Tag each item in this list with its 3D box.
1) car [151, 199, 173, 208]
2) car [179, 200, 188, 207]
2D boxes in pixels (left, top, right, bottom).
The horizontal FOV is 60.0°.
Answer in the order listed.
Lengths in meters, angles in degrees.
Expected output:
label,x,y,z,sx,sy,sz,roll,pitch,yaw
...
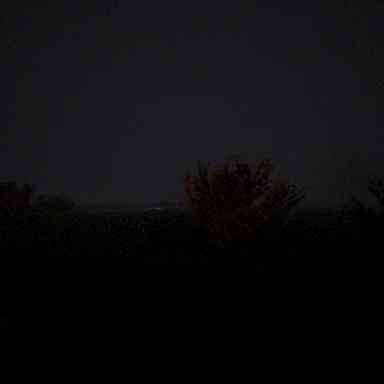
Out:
label,x,y,z,sx,sy,sz,roll,pitch,yaw
car,-5.397,2.089,60.490,1.812,1.442,4.674,-1,-2,36
car,-0.570,2.064,61.015,1.812,1.442,4.674,-1,-1,36
